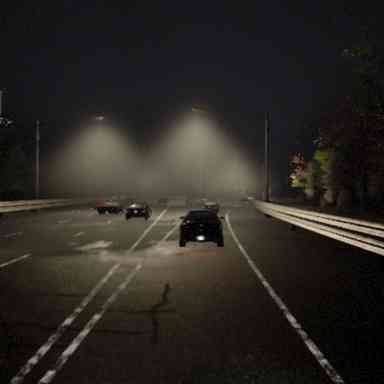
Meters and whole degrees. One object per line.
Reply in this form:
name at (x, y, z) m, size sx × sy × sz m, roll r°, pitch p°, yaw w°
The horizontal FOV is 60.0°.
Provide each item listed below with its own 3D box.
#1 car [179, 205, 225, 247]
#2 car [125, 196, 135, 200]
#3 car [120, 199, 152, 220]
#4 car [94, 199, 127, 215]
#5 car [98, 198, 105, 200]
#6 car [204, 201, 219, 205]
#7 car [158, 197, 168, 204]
car at (0.468, 1.562, 15.476) m, size 1.837 × 1.490 × 4.892 m, roll 0°, pitch 0°, yaw 3°
car at (-13.138, 1.660, 71.335) m, size 1.882 × 1.535 × 5.008 m, roll 0°, pitch 0°, yaw -2°
car at (-4.599, 1.626, 29.108) m, size 2.033 × 1.411 × 5.357 m, roll 0°, pitch 0°, yaw -2°
car at (-8.282, 1.678, 34.388) m, size 1.895 × 1.301 × 4.718 m, roll 0°, pitch 0°, yaw -2°
car at (-12.181, 1.623, 46.013) m, size 1.812 × 1.442 × 4.674 m, roll 0°, pitch 0°, yaw -2°
car at (2.238, 1.730, 38.032) m, size 2.033 × 1.411 × 5.357 m, roll 0°, pitch 0°, yaw 8°
car at (-5.954, 1.703, 68.681) m, size 2.128 × 1.511 × 4.902 m, roll 0°, pitch 0°, yaw -2°
